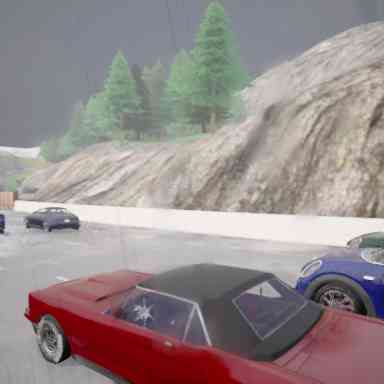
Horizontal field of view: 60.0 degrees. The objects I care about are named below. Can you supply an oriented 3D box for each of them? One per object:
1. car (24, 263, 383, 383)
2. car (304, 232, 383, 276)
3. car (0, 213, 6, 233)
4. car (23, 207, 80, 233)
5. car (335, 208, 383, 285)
[{"bbox_3d":[-0.102,1.611,4.157,4.718,1.301,1.895,0,0,36],"label":"car"},{"bbox_3d":[4.101,1.369,5.459,4.553,1.767,2.097,0,0,35],"label":"car"},{"bbox_3d":[-12.237,1.506,18.836,5.008,1.535,1.882,0,0,43],"label":"car"},{"bbox_3d":[-8.582,1.600,20.238,4.181,1.385,1.994,0,0,42],"label":"car"},{"bbox_3d":[6.217,1.377,8.243,4.553,1.767,2.097,0,0,35],"label":"car"}]
